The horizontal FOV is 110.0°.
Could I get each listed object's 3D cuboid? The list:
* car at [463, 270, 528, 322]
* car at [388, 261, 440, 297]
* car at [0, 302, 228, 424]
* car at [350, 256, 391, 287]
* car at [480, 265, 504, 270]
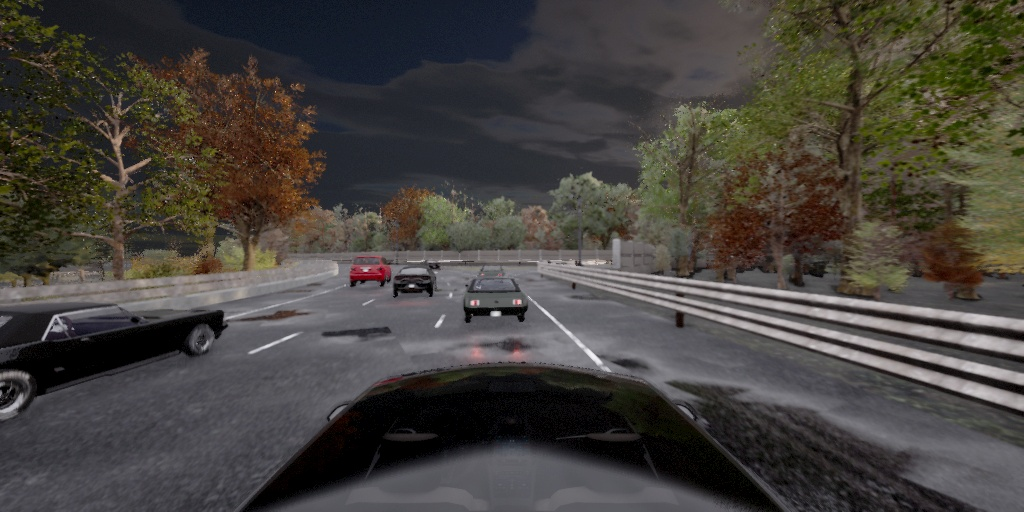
[{"bbox_3d":[-0.682,1.352,12.385,1.895,1.301,4.718,0,0,-6],"label":"car"},{"bbox_3d":[-5.077,1.244,19.191,1.882,1.535,5.008,0,0,-9],"label":"car"},{"bbox_3d":[-7.057,1.375,5.642,1.895,1.301,4.718,0,0,-2],"label":"car"},{"bbox_3d":[-9.829,1.003,25.225,2.150,2.045,5.566,0,0,-13],"label":"car"},{"bbox_3d":[-1.512,1.353,27.202,1.895,1.301,4.718,0,0,-3],"label":"car"}]
